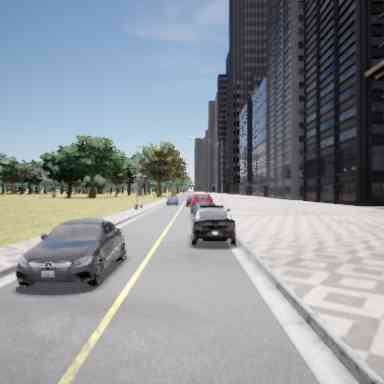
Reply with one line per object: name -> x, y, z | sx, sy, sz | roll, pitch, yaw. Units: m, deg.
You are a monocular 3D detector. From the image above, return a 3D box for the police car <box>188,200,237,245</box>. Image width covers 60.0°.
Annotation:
police car -> 0.908, 1.397, 15.638 | 1.930, 1.638, 5.238 | 0, 0, 0

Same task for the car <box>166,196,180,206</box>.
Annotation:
car -> -3.033, 1.382, 52.151 | 1.812, 1.442, 4.674 | 0, 0, 0

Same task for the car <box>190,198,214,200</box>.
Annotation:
car -> 0.914, 1.473, 25.529 | 1.812, 1.442, 4.674 | 0, 0, 0

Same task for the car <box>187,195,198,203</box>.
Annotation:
car -> 0.034, 1.293, 65.436 | 2.128, 1.511, 4.902 | 0, 0, 0

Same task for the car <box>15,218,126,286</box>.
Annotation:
car -> -3.095, 1.510, 9.473 | 1.812, 1.442, 4.674 | 0, 0, 0

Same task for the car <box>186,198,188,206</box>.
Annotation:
car -> 0.029, 1.371, 50.008 | 1.837, 1.490, 4.892 | 0, 1, 0

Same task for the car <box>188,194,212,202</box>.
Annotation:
car -> 0.915, 1.154, 31.559 | 2.150, 2.045, 5.566 | 0, 0, 0
